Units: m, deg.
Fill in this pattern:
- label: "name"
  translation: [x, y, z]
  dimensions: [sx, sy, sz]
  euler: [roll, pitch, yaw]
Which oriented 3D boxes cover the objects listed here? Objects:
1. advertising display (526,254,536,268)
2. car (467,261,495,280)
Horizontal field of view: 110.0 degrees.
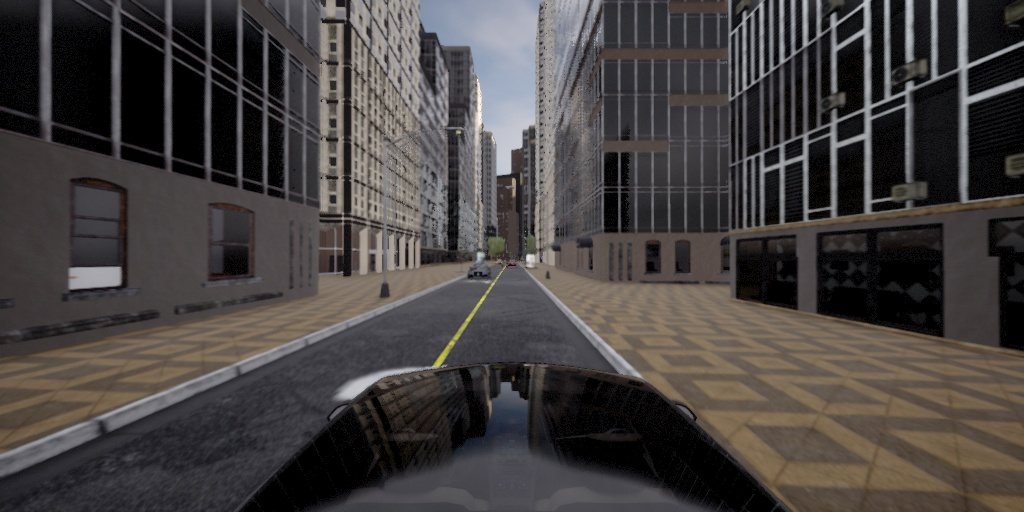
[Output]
- label: "advertising display"
  translation: [3.010, 0.897, 56.922]
  dimensions: [1.540, 2.440, 0.280]
  euler: [0, 0, 0]
- label: "car"
  translation: [-2.847, 1.370, 32.206]
  dimensions: [1.994, 1.385, 4.181]
  euler: [0, 0, 0]
